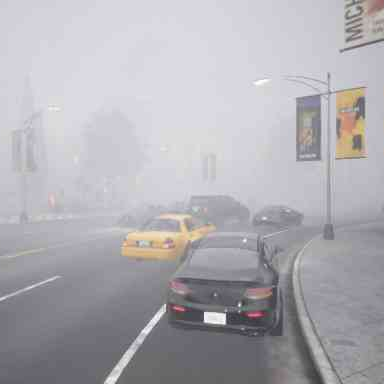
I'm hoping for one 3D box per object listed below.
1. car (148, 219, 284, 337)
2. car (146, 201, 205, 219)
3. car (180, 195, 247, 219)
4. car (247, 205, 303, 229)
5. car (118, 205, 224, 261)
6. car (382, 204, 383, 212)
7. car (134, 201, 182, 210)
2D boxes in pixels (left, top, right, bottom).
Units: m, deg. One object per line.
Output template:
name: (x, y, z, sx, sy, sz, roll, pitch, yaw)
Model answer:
car: (0.836, 1.525, 6.696, 1.812, 1.442, 4.674, 0, 0, 13)
car: (-1.410, 1.546, 29.966, 2.033, 1.411, 5.357, 0, 0, 44)
car: (1.847, 1.223, 22.747, 2.150, 2.045, 5.566, 0, 0, 37)
car: (5.708, 1.566, 21.818, 1.994, 1.385, 4.181, 0, 0, 40)
car: (-0.483, 1.455, 11.839, 1.801, 1.575, 5.366, 0, 0, 20)
car: (20.749, 1.495, 32.683, 4.902, 1.511, 2.128, 0, 0, -29)
car: (-2.913, 1.562, 22.301, 1.994, 1.385, 4.181, 0, 0, 35)
